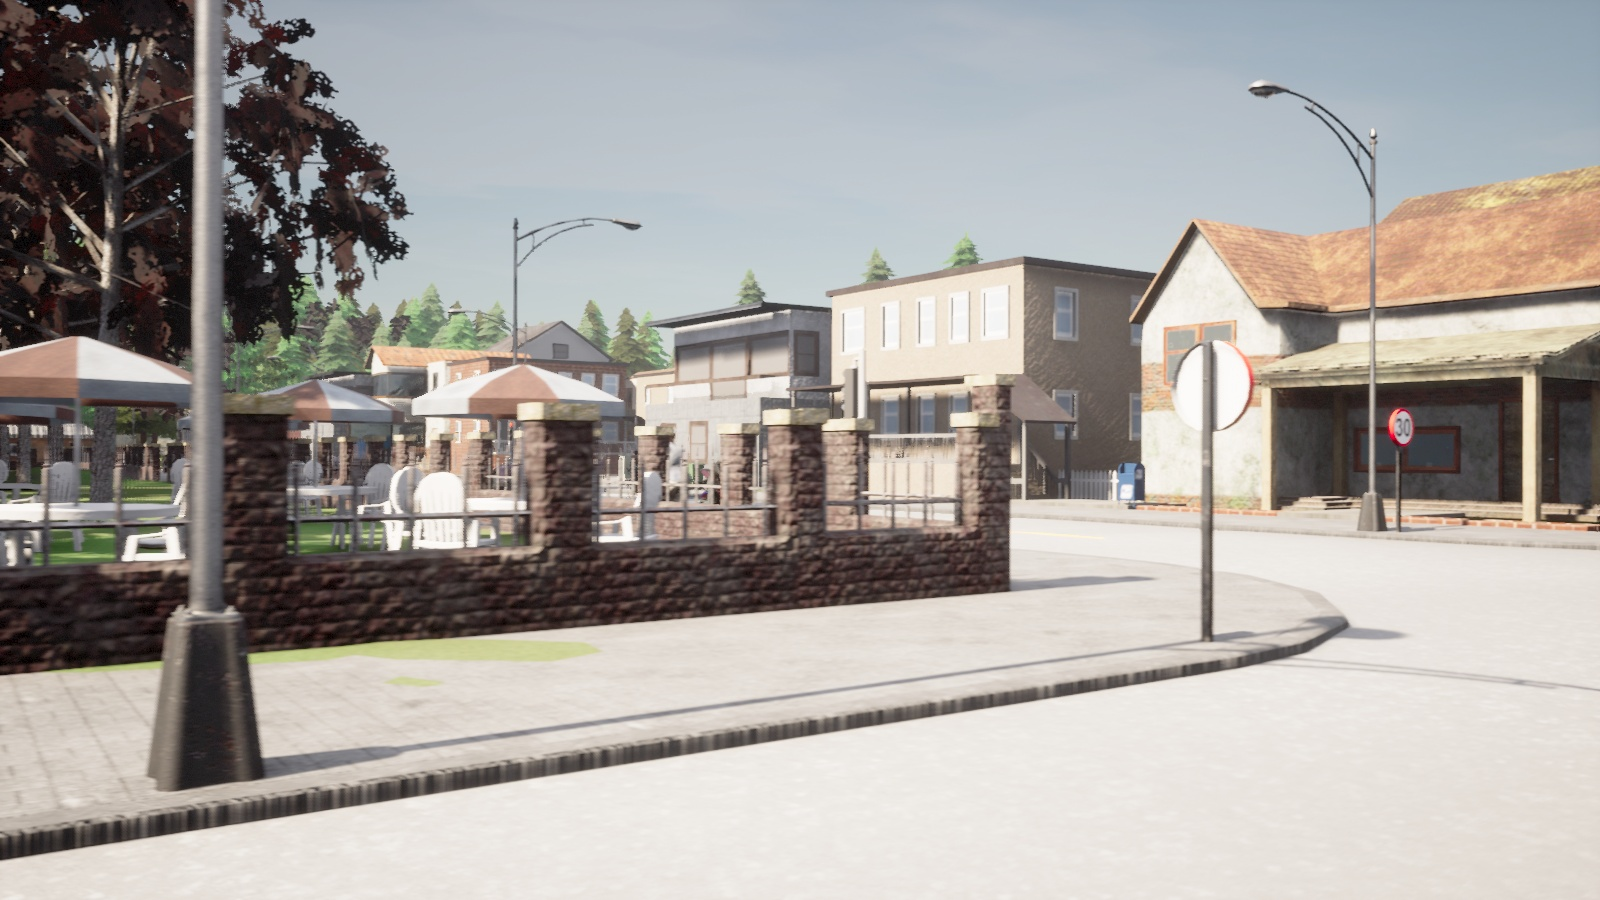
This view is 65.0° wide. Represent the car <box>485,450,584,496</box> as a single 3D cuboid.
[{"bbox_3d":[-10.293,0.846,48.425,2.033,1.649,4.856,0,0,-35],"label":"car"}]

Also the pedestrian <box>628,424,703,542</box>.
[{"bbox_3d":[-2.195,0.525,20.435,0.874,1.855,0.900,0,0,-35],"label":"pedestrian"}]

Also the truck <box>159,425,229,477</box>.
[{"bbox_3d":[-41.933,0.091,86.775,2.891,3.462,7.936,0,0,-37],"label":"truck"}]

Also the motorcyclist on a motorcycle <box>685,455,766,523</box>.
[{"bbox_3d":[-1.745,0.879,29.162,0.866,1.530,2.191,0,0,-35],"label":"motorcyclist on a motorcycle"}]
